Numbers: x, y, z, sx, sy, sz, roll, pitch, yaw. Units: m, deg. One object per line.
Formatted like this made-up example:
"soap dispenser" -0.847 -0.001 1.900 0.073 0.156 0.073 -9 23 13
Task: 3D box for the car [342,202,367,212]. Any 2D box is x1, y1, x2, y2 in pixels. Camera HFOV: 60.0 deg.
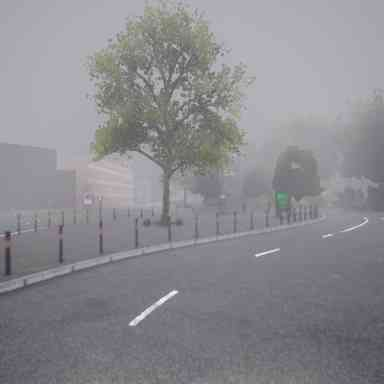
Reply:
"car" 25.096 2.257 51.628 1.837 1.490 4.892 0 -1 -2
